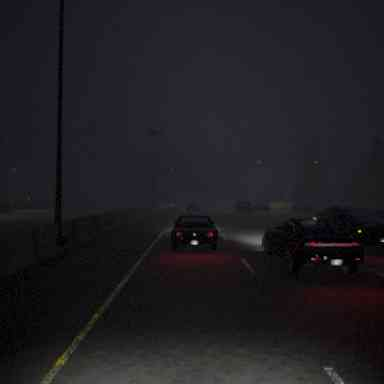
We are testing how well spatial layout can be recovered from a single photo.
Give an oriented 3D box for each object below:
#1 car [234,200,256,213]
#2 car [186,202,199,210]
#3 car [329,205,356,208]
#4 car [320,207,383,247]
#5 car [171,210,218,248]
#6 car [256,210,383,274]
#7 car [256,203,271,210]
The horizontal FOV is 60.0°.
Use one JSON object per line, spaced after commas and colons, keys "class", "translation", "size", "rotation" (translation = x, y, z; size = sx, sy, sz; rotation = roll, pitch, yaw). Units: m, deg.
{"class": "car", "translation": [7.107, 1.951, 46.598], "size": [2.097, 1.767, 4.553], "rotation": [0, -1, 0]}
{"class": "car", "translation": [0.110, 2.271, 51.961], "size": [1.812, 1.442, 4.674], "rotation": [0, -2, 0]}
{"class": "car", "translation": [10.606, 1.710, 23.926], "size": [1.837, 1.490, 4.892], "rotation": [0, -1, 0]}
{"class": "car", "translation": [7.104, 1.621, 14.627], "size": [1.812, 1.442, 4.674], "rotation": [0, 0, 0]}
{"class": "car", "translation": [0.103, 1.702, 15.193], "size": [1.895, 1.301, 4.718], "rotation": [0, -1, 0]}
{"class": "car", "translation": [3.603, 1.555, 10.699], "size": [2.128, 1.511, 4.902], "rotation": [0, 0, 0]}
{"class": "car", "translation": [10.608, 2.319, 51.044], "size": [1.895, 1.301, 4.718], "rotation": [0, -2, 0]}
